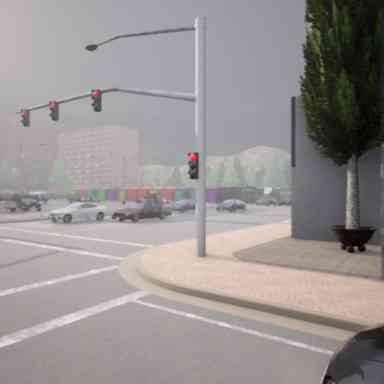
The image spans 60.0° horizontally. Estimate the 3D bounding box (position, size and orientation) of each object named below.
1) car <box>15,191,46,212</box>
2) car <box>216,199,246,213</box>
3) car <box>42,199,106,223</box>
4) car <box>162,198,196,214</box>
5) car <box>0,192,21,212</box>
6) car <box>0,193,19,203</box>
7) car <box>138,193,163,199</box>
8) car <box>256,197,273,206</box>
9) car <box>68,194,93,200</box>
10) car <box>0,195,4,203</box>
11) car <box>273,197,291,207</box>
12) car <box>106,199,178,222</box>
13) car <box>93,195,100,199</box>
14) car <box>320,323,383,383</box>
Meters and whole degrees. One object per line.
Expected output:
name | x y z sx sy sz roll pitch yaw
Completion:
car | -18.317 1.152 36.567 3.866 1.878 1.905 0 0 35
car | 4.495 1.524 37.543 1.812 1.442 4.674 0 0 37
car | -8.661 1.523 25.639 1.812 1.442 4.674 0 0 38
car | -0.850 1.524 36.229 1.812 1.442 4.674 0 1 36
car | -20.031 1.149 34.234 4.605 1.855 1.932 0 0 35
car | -36.848 1.146 66.866 4.605 1.855 1.932 0 0 35
car | -7.023 1.152 52.615 3.866 1.878 1.905 0 0 35
car | 11.927 1.491 53.230 2.128 1.511 4.902 0 0 37
car | -21.344 1.147 62.708 4.605 1.855 1.932 0 0 35
car | -38.355 1.356 64.646 3.905 1.438 1.784 0 0 35
car | 14.994 1.552 51.479 2.033 1.411 5.357 0 0 37
car | -3.823 1.545 26.374 2.033 1.411 5.357 0 0 36
car | -19.620 1.358 65.037 3.905 1.438 1.784 0 0 35
car | 3.234 1.492 1.658 4.902 1.511 2.128 0 0 36
